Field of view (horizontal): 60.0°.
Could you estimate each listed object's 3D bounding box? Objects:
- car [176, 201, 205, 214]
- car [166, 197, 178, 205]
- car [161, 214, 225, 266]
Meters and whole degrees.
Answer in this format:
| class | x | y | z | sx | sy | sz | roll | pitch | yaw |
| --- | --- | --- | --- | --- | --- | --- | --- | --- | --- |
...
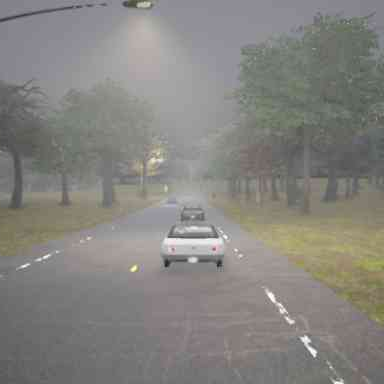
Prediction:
| class | x | y | z | sx | sy | sz | roll | pitch | yaw |
| --- | --- | --- | --- | --- | --- | --- | --- | --- | --- |
| car | 0.062 | 1.678 | 27.385 | 2.128 | 1.511 | 4.902 | 0 | 0 | 1 |
| car | -3.505 | 1.512 | 58.498 | 2.033 | 1.411 | 5.357 | 0 | 1 | 1 |
| car | 0.049 | 1.683 | 11.784 | 1.895 | 1.301 | 4.718 | 0 | 0 | 1 |
